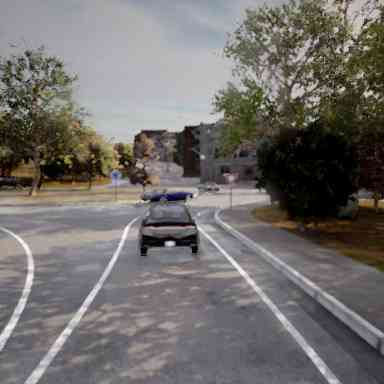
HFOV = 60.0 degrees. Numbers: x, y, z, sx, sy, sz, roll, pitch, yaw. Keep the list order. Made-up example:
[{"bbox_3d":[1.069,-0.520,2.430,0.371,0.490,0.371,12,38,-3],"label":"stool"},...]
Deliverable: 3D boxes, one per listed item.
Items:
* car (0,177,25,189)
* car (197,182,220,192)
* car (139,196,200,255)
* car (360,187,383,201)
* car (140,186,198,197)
[{"bbox_3d":[-29.329,-1.356,52.352,2.150,2.045,5.566,2,3,39],"label":"car"},{"bbox_3d":[2.294,-0.749,48.236,1.895,1.301,4.718,-1,3,-18],"label":"car"},{"bbox_3d":[-0.849,1.141,11.815,2.128,1.511,4.902,0,3,-5],"label":"car"},{"bbox_3d":[18.727,0.210,36.605,4.674,1.442,1.812,4,3,1],"label":"car"},{"bbox_3d":[-2.061,0.337,28.857,1.895,1.301,4.718,3,4,45],"label":"car"}]
